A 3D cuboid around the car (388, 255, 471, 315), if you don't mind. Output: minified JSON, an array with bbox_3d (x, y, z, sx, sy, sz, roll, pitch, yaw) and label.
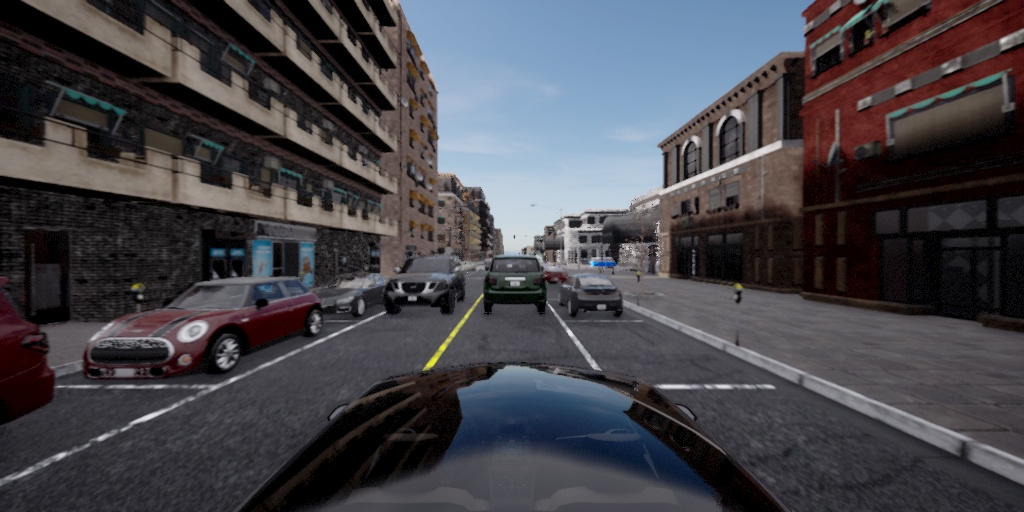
[{"bbox_3d":[-3.101,0.965,13.934,2.150,2.045,5.566,0,0,0],"label":"car"}]

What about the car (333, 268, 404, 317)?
[{"bbox_3d":[-5.690,1.295,12.963,2.007,1.370,4.403,0,0,0],"label":"car"}]

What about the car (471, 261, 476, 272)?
[{"bbox_3d":[-5.689,1.274,46.972,1.751,1.417,4.829,0,0,0],"label":"car"}]

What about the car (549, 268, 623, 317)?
[{"bbox_3d":[2.691,1.294,12.958,2.007,1.370,4.403,0,0,0],"label":"car"}]

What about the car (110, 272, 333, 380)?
[{"bbox_3d":[-5.690,1.187,7.266,1.967,1.591,4.097,0,0,0],"label":"car"}]

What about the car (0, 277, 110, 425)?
[{"bbox_3d":[-5.691,1.065,1.569,2.192,1.841,5.009,0,0,0],"label":"car"}]

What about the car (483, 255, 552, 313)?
[{"bbox_3d":[0.101,0.965,14.038,2.150,2.045,5.566,0,0,0],"label":"car"}]

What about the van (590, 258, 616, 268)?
[{"bbox_3d":[14.659,1.161,57.907,3.998,1.789,1.690,0,0,0],"label":"van"}]

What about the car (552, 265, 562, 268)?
[{"bbox_3d":[2.691,1.286,24.350,1.888,1.381,4.507,0,0,0],"label":"car"}]
